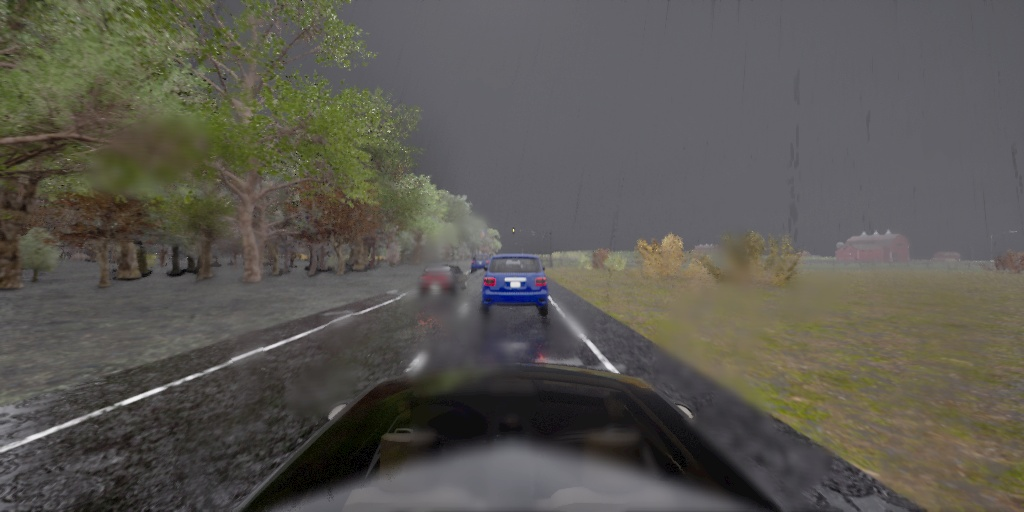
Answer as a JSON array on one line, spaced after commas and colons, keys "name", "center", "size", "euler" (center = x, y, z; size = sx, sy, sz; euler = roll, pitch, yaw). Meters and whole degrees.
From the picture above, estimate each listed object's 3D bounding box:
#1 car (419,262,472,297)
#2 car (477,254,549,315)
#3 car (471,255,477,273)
[{"name": "car", "center": [-3.394, 1.205, 18.355], "size": [1.837, 1.490, 4.892], "euler": [0, -1, 0]}, {"name": "car", "center": [0.104, 0.939, 13.479], "size": [2.150, 2.045, 5.566], "euler": [0, 0, 0]}, {"name": "car", "center": [-3.387, 0.852, 40.792], "size": [2.150, 2.045, 5.566], "euler": [0, 0, 0]}]
